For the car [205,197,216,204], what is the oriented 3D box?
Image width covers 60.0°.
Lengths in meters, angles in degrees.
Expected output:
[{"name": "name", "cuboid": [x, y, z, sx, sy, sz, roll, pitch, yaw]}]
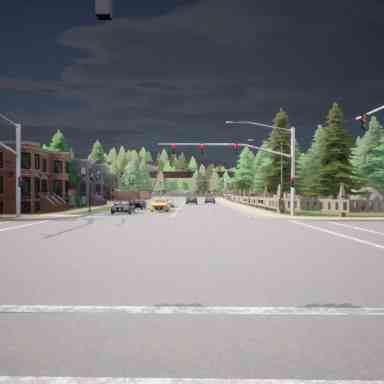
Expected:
[{"name": "car", "cuboid": [3.531, 1.564, 65.129, 1.994, 1.385, 4.181, 0, 0, 0]}]

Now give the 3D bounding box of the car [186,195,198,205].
[{"name": "car", "cuboid": [-0.064, 1.352, 60.148, 2.097, 1.767, 4.553, 0, 0, 0]}]

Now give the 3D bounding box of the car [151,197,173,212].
[{"name": "car", "cuboid": [-3.635, 1.478, 38.754, 1.882, 1.535, 5.008, 0, 0, 0]}]

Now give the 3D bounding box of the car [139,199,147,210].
[{"name": "car", "cuboid": [-7.133, 1.601, 43.531, 1.895, 1.301, 4.718, 0, 0, 0]}]

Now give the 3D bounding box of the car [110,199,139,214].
[{"name": "car", "cuboid": [-7.135, 1.564, 34.778, 1.994, 1.385, 4.181, 0, 0, 0]}]
